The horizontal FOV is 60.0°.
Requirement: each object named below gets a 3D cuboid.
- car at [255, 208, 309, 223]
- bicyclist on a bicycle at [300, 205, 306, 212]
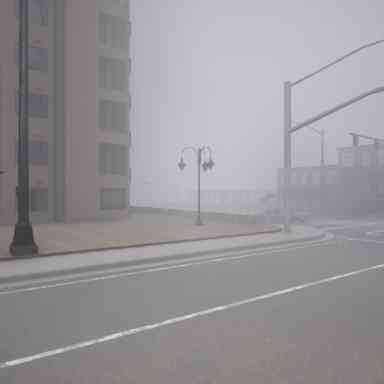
[{"bbox_3d":[7.985,2.096,29.843,1.895,1.301,4.718,0,-4,-36],"label":"car"},{"bbox_3d":[13.605,2.464,40.705,1.656,1.620,0.582,0,-8,-35],"label":"bicyclist on a bicycle"}]
